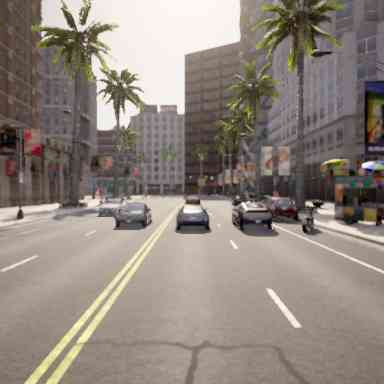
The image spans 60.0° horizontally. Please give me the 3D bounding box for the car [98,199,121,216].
[{"bbox_3d":[-7.142,1.338,30.412,1.812,1.442,4.674,0,0,0],"label":"car"}]

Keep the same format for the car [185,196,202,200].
[{"bbox_3d":[0.137,1.227,40.625,1.882,1.535,5.008,0,0,1],"label":"car"}]

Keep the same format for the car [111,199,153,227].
[{"bbox_3d":[-3.645,1.393,21.511,1.812,1.442,4.674,0,0,0],"label":"car"}]

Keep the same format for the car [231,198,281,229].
[{"bbox_3d":[3.550,1.365,20.288,2.128,1.511,4.902,0,0,0],"label":"car"}]

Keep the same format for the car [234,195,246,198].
[{"bbox_3d":[6.788,1.218,47.610,2.161,1.482,4.786,0,0,0],"label":"car"}]

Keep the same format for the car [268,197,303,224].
[{"bbox_3d":[6.536,1.195,25.679,2.185,1.767,4.553,0,0,0],"label":"car"}]

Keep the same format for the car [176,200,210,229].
[{"bbox_3d":[0.050,1.436,20.697,1.994,1.385,4.181,0,0,0],"label":"car"}]
